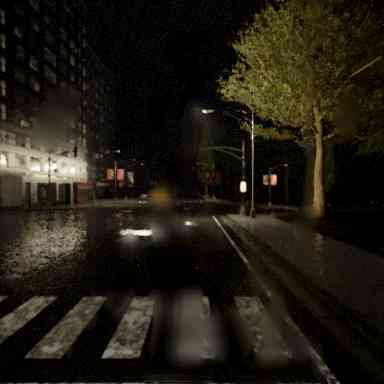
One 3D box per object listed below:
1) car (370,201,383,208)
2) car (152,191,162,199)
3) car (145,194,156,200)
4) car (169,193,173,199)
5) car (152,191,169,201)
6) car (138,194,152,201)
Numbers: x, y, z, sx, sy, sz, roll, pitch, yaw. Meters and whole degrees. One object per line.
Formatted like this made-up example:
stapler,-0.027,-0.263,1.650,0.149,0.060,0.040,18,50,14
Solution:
car,41.860,2.907,75.387,4.892,1.490,1.837,3,-2,-45
car,-9.447,0.819,91.060,2.150,2.045,5.566,0,0,0
car,-9.495,1.121,76.844,1.994,1.385,4.181,0,0,0
car,-6.243,1.110,77.638,2.033,1.411,5.357,0,0,0
car,-6.279,1.040,66.966,1.882,1.535,5.008,0,0,0
car,-9.530,1.127,66.644,1.994,1.385,4.181,0,0,0
